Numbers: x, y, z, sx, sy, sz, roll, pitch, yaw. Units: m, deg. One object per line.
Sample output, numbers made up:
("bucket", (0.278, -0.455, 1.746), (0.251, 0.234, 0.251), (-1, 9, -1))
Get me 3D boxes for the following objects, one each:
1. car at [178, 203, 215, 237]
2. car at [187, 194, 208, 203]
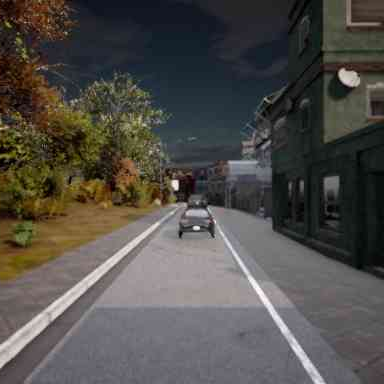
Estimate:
("car", (0.255, 1.535, 17.967), (1.812, 1.442, 4.674), (0, 0, 1))
("car", (0.603, 1.241, 36.918), (2.150, 2.045, 5.566), (0, 0, 1))
